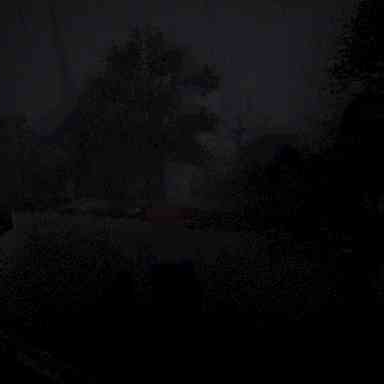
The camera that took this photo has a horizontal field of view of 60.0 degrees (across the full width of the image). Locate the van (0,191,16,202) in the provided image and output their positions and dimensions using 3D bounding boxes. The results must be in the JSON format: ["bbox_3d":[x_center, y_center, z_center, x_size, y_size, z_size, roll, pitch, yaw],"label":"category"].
[{"bbox_3d":[-19.180,0.954,38.011,1.878,1.987,4.442,1,1,36],"label":"van"}]

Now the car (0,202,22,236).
[{"bbox_3d":[-11.163,1.473,15.848,2.163,1.488,4.792,1,1,36],"label":"car"}]

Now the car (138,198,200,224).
[{"bbox_3d":[-1.322,1.472,24.897,2.097,1.535,5.008,1,1,36],"label":"car"}]

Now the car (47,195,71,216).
[{"bbox_3d":[-10.294,1.323,31.188,1.946,1.575,5.366,1,1,36],"label":"car"}]

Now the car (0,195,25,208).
[{"bbox_3d":[-23.612,1.154,41.121,2.163,1.488,4.792,0,0,36],"label":"car"}]

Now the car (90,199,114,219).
[{"bbox_3d":[-5.720,1.430,28.060,2.163,1.488,4.792,1,1,36],"label":"car"}]

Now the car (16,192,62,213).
[{"bbox_3d":[-14.648,1.001,34.613,2.435,2.045,5.566,1,1,36],"label":"car"}]

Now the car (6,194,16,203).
[{"bbox_3d":[-16.926,1.245,36.196,2.163,1.488,4.792,1,1,36],"label":"car"}]

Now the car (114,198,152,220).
[{"bbox_3d":[-3.542,1.310,26.554,2.185,1.767,4.553,1,1,36],"label":"car"}]

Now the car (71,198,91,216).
[{"bbox_3d":[-7.946,1.403,29.709,2.002,1.452,4.674,1,1,36],"label":"car"}]

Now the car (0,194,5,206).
[{"bbox_3d":[-28.107,1.090,44.354,2.097,1.535,5.008,0,0,36],"label":"car"}]
